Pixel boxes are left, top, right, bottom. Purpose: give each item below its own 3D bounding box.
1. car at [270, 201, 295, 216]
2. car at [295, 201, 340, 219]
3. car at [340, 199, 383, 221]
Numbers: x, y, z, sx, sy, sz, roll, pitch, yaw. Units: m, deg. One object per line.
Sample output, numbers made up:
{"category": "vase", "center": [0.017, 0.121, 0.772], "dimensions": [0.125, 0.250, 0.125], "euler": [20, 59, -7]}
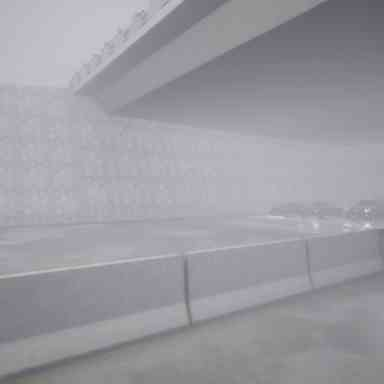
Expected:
{"category": "car", "center": [9.548, 1.580, 32.287], "dimensions": [4.181, 1.385, 1.994], "euler": [0, 0, -35]}
{"category": "car", "center": [11.536, 1.542, 29.407], "dimensions": [4.674, 1.442, 1.812], "euler": [0, 0, -35]}
{"category": "car", "center": [14.554, 1.370, 27.260], "dimensions": [4.553, 1.767, 2.097], "euler": [0, 0, -35]}
